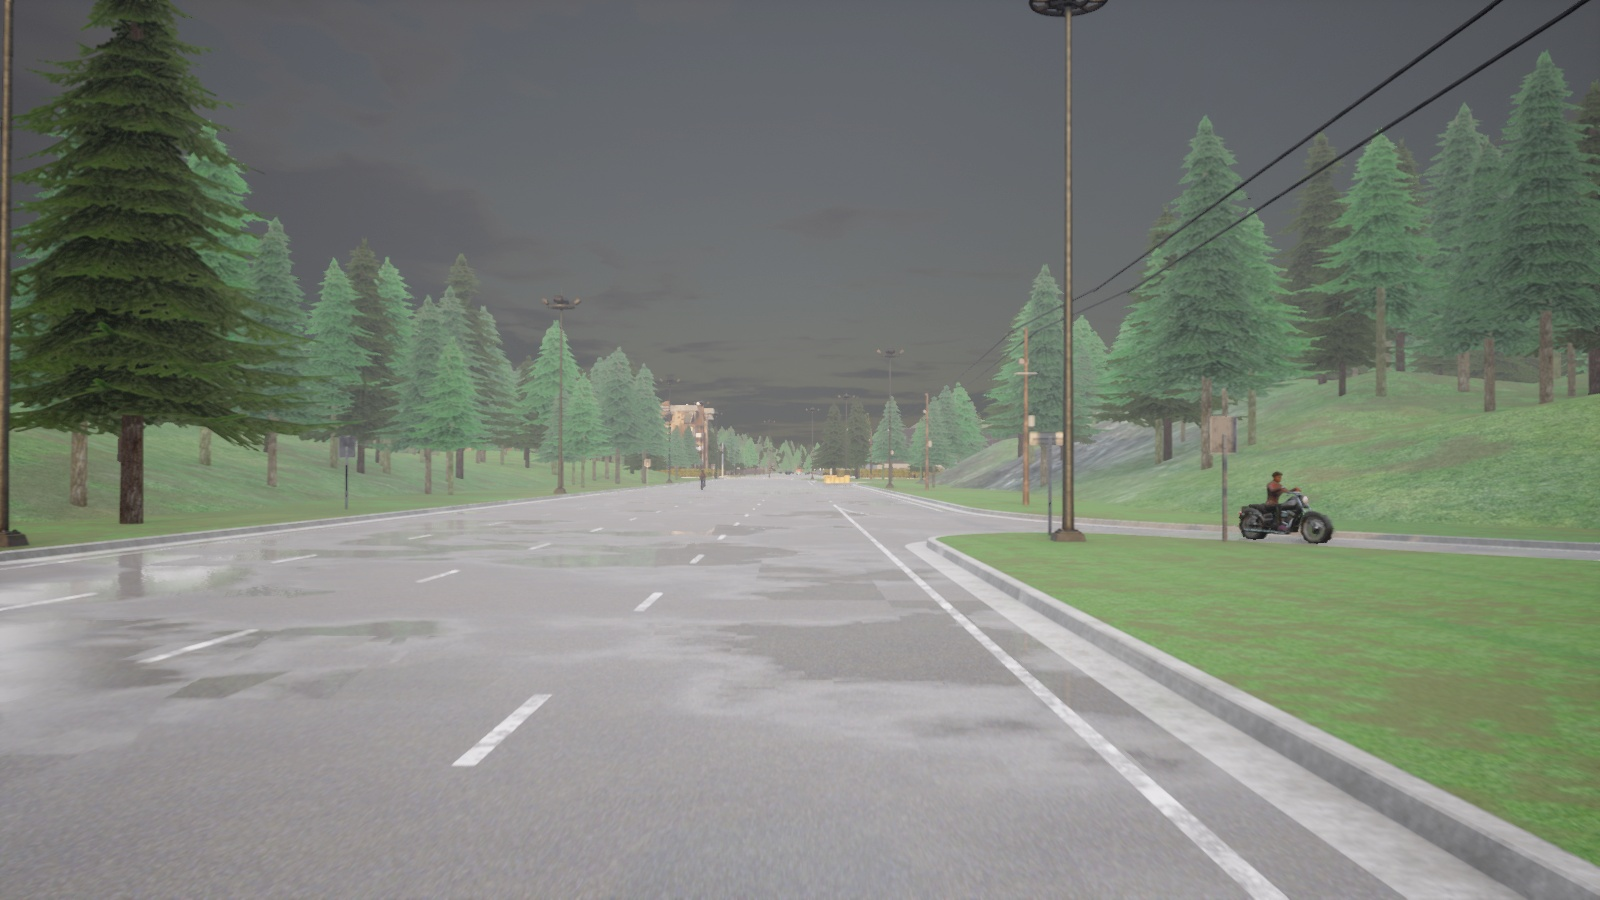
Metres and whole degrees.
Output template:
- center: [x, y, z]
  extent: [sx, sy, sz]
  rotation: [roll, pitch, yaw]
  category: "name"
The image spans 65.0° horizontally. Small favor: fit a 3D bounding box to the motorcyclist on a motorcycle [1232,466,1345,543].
- center: [10.991, 1.195, 28.337]
  extent: [0.766, 1.649, 2.350]
  rotation: [1, -1, -33]
  category: "motorcyclist on a motorcycle"
